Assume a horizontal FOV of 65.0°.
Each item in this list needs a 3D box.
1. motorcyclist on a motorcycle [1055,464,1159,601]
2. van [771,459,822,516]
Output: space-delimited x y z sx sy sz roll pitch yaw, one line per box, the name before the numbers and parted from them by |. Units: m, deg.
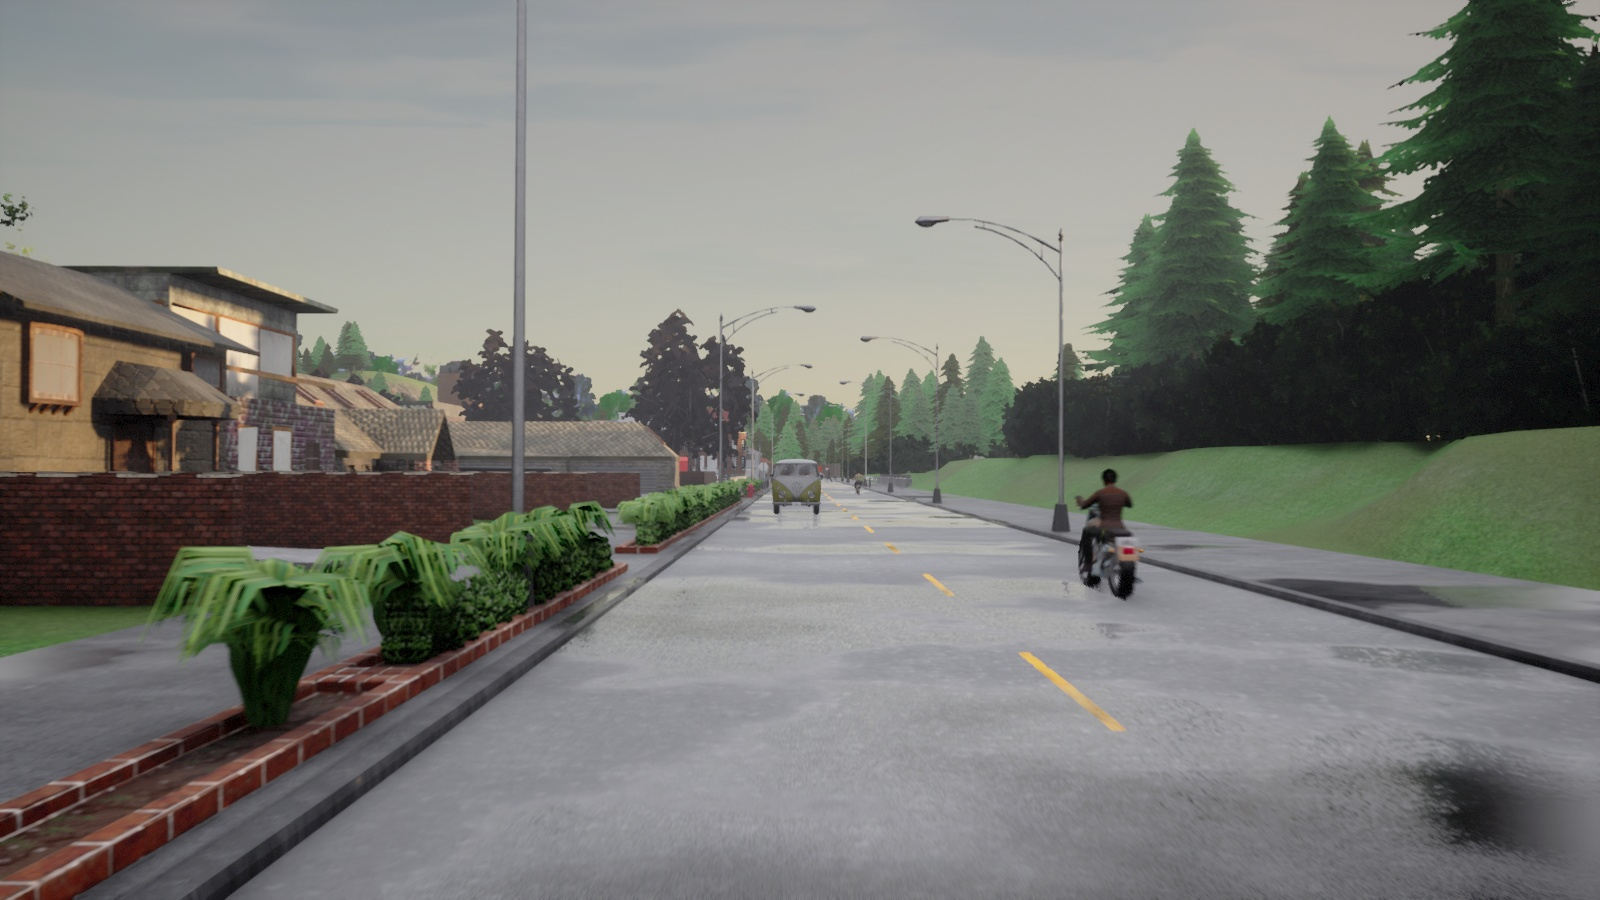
motorcyclist on a motorcycle | 3.960 1.024 16.404 0.766 1.649 2.350 0 -1 0
van | -0.113 1.340 46.122 1.775 1.987 4.442 0 -1 0
